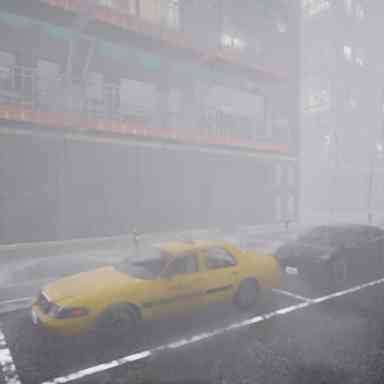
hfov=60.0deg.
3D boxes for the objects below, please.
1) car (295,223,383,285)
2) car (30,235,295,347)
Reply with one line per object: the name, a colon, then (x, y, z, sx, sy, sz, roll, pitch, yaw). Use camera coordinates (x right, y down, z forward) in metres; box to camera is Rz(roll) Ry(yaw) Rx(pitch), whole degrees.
car: (4.281, 1.604, 9.608, 4.313, 1.339, 1.947, 0, 0, -35)
car: (-0.354, 1.539, 6.303, 4.829, 1.417, 1.752, 0, 0, -35)
